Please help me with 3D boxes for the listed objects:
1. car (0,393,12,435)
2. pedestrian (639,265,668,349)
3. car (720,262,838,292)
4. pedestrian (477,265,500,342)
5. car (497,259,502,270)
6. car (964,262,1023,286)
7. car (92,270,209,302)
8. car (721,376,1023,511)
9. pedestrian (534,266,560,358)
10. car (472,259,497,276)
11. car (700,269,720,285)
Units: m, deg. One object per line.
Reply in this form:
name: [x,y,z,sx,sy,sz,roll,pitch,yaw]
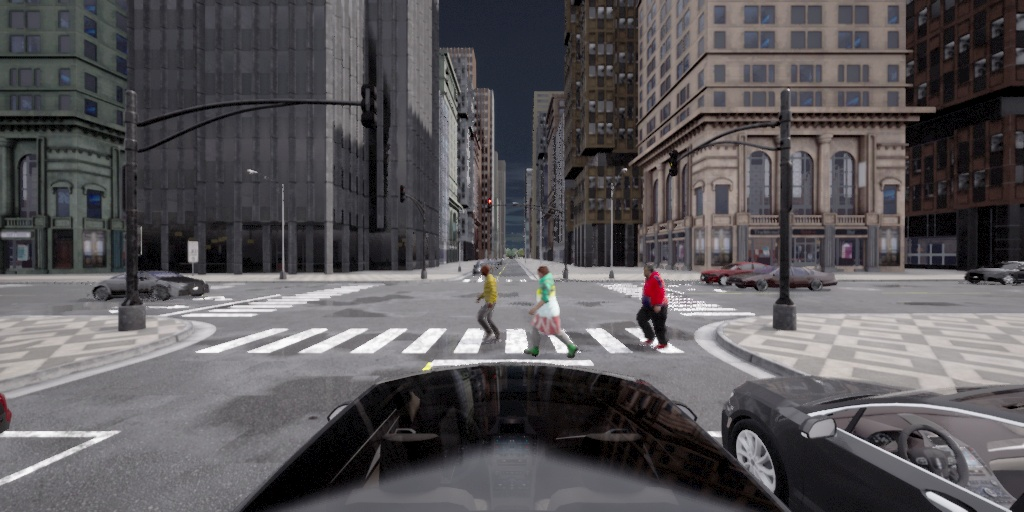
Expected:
car: [-5.763,1.190,1.569,1.967,1.591,4.097,0,0,0]
pedestrian: [3.008,1.041,7.645,0.375,1.860,0.375,0,0,0]
car: [15.254,1.235,20.390,5.357,1.411,2.033,0,0,0]
pedestrian: [-0.533,1.048,8.247,0.375,1.860,0.375,0,0,0]
car: [-2.902,1.218,51.675,2.128,1.511,4.902,0,0,0]
car: [32.976,1.130,23.610,4.892,1.490,1.837,0,0,0]
car: [-16.973,1.356,16.974,4.181,1.385,1.994,0,0,0]
car: [2.762,1.300,1.564,2.007,1.370,4.403,0,0,0]
pedestrian: [0.689,1.041,7.044,0.375,1.860,0.375,0,0,0]
car: [-2.942,1.223,36.905,2.128,1.511,4.902,0,0,0]
car: [15.102,1.151,23.638,5.008,1.535,1.882,0,0,0]
